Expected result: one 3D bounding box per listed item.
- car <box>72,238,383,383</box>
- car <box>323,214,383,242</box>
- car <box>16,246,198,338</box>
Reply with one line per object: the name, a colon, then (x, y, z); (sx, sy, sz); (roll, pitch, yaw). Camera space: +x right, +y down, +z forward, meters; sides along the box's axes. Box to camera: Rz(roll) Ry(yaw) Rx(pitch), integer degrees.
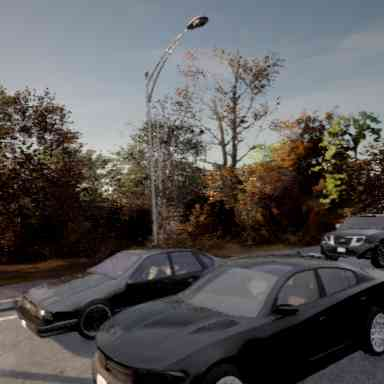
car: (1.093, 1.731, 4.921); (5.008, 1.535, 1.882); (1, -4, -36)
car: (7.798, 1.947, 14.318); (5.566, 2.045, 2.150); (3, -6, -39)
car: (-0.982, 2.025, 7.731); (5.357, 1.411, 2.033); (1, -4, -39)
